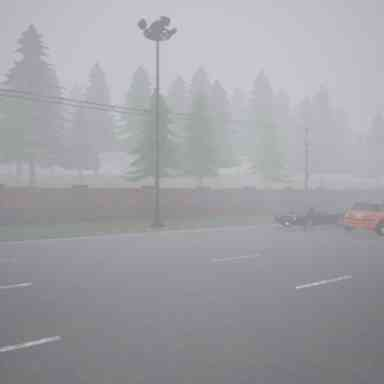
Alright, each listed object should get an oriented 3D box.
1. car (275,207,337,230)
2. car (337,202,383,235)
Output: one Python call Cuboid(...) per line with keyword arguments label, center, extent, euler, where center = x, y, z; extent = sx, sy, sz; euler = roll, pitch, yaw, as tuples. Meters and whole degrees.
Cuboid(label="car", center=(7.563, 1.579, 20.878), extent=(4.718, 1.301, 1.895), euler=(0, 0, -31))
Cuboid(label="car", center=(10.657, 1.335, 18.645), extent=(4.553, 1.767, 2.097), euler=(0, 0, -31))
